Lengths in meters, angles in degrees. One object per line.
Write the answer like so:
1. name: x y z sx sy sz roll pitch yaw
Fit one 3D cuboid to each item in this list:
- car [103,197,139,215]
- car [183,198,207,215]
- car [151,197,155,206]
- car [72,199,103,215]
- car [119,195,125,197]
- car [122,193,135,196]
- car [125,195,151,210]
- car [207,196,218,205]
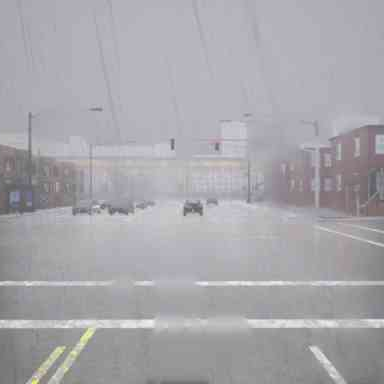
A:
1. car: -7.103 1.547 34.079 2.033 1.411 5.357 0 0 0
2. car: 0.090 1.491 33.506 2.128 1.511 4.902 0 0 0
3. car: -7.093 1.504 54.151 1.837 1.490 4.892 0 0 0
4. car: -10.599 1.504 33.740 1.837 1.490 4.892 0 0 0
5. car: -10.604 1.547 44.119 2.033 1.411 5.357 0 0 0
6. car: -10.602 1.221 54.776 2.150 2.045 5.566 0 0 -1
7. car: -7.098 1.491 44.060 2.128 1.511 4.902 0 0 0
8. car: 3.480 1.504 58.473 1.837 1.490 4.892 0 0 0
